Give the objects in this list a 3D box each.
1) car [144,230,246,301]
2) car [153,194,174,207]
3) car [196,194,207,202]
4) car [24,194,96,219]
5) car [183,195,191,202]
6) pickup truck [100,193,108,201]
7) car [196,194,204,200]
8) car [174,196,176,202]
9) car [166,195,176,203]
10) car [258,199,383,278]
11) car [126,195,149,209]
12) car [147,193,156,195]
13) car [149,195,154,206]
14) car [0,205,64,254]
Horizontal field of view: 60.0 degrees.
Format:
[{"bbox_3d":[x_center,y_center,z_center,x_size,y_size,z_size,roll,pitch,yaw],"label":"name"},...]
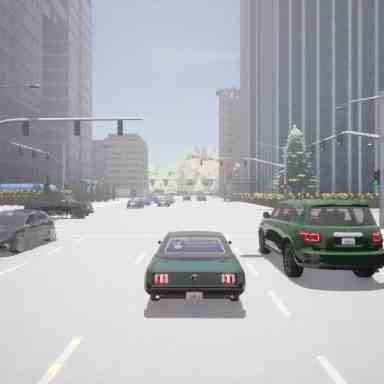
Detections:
[{"bbox_3d":[0.066,1.601,8.267,1.895,1.301,4.718,0,0,0],"label":"car"},{"bbox_3d":[-4.386,1.491,52.220,2.128,1.511,4.902,0,0,-1],"label":"car"},{"bbox_3d":[2.304,1.348,78.733,2.097,1.767,4.553,0,0,-1],"label":"car"},{"bbox_3d":[-11.231,1.223,28.157,5.566,2.045,2.150,0,0,0],"label":"car"},{"bbox_3d":[-1.192,1.500,78.461,1.837,1.490,4.892,0,0,-1],"label":"car"},{"bbox_3d":[-21.238,1.059,73.302,2.390,2.098,6.274,0,0,30],"label":"pickup truck"},{"bbox_3d":[2.148,1.386,89.013,1.882,1.535,5.008,0,0,-1],"label":"car"},{"bbox_3d":[-4.511,1.491,62.475,2.128,1.511,4.902,0,0,0],"label":"car"},{"bbox_3d":[-4.607,1.478,72.784,1.882,1.535,5.008,0,0,-1],"label":"car"},{"bbox_3d":[3.576,1.221,10.299,2.150,2.045,5.566,0,0,0],"label":"car"},{"bbox_3d":[-7.864,1.491,46.557,2.128,1.511,4.902,0,0,1],"label":"car"},{"bbox_3d":[-8.032,1.221,66.188,2.150,2.045,5.566,0,0,0],"label":"car"},{"bbox_3d":[-7.931,1.564,55.468,1.994,1.385,4.181,0,0,-1],"label":"car"},{"bbox_3d":[-7.162,1.505,13.543,1.837,1.490,4.892,1,0,-2],"label":"car"}]
